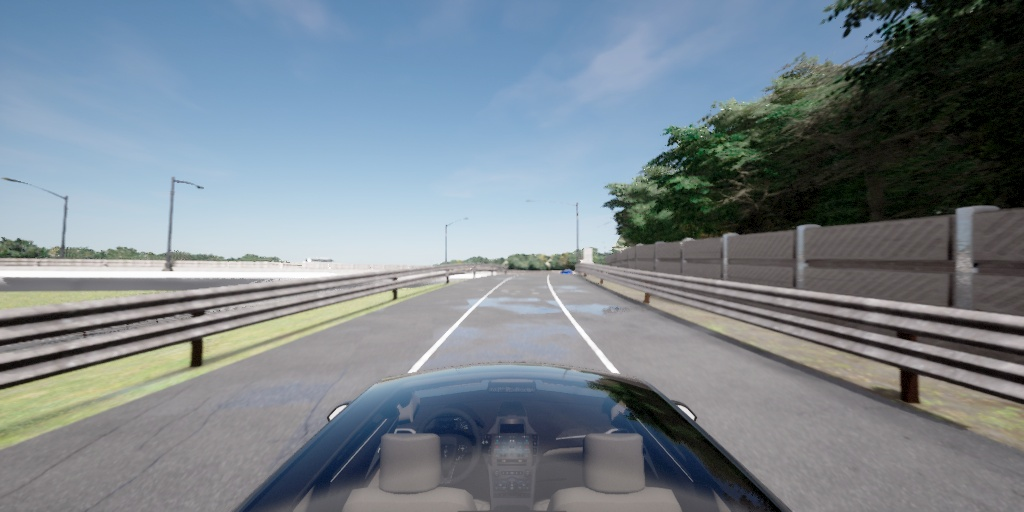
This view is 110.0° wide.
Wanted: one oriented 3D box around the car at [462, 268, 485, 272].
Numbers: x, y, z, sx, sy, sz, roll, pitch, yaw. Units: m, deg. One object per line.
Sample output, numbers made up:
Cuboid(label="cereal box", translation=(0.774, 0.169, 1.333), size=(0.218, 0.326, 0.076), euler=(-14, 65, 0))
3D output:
Cuboid(label="car", translation=(-6.958, 2.488, 63.204), size=(5.008, 1.535, 1.882), euler=(3, -4, -43))

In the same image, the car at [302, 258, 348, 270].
Cuboid(label="car", translation=(-25.469, 1.299, 49.102), size=(5.566, 2.045, 2.150), euler=(2, -4, -32))
